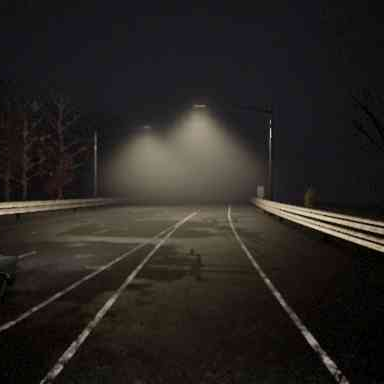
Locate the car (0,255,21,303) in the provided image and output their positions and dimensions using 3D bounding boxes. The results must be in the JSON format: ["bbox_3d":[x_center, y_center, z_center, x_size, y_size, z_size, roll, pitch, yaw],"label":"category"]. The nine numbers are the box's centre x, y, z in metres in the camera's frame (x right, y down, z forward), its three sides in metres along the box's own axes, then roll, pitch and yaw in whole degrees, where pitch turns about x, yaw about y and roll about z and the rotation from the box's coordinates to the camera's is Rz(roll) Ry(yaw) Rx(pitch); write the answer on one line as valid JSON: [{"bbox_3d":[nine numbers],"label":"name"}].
[{"bbox_3d":[-4.893,1.590,5.196,1.895,1.301,4.718,0,0,7],"label":"car"}]
